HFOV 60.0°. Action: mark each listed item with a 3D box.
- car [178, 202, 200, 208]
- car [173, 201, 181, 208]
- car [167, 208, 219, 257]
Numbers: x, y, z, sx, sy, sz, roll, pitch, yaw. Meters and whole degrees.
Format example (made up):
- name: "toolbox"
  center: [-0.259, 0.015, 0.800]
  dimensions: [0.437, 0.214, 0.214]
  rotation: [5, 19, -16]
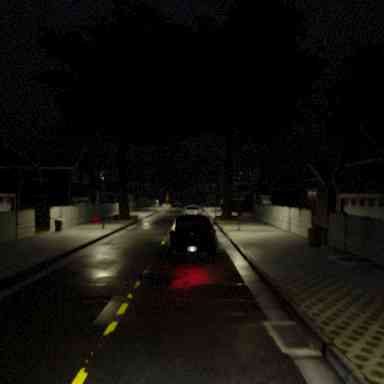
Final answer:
- name: "car"
  center: [0.029, 1.850, 28.914]
  dimensions: [1.812, 1.442, 4.674]
  rotation: [0, -1, 0]
- name: "car"
  center: [-2.746, 2.475, 65.684]
  dimensions: [2.033, 1.411, 5.357]
  rotation: [0, -1, 0]
- name: "car"
  center: [0.025, 1.646, 13.502]
  dimensions: [1.837, 1.490, 4.892]
  rotation: [0, 0, 0]
